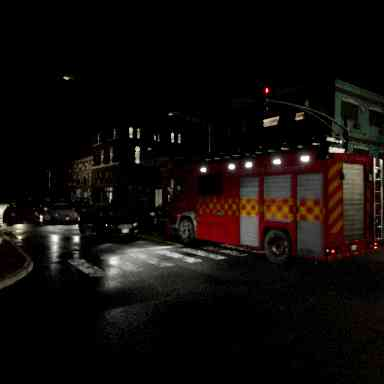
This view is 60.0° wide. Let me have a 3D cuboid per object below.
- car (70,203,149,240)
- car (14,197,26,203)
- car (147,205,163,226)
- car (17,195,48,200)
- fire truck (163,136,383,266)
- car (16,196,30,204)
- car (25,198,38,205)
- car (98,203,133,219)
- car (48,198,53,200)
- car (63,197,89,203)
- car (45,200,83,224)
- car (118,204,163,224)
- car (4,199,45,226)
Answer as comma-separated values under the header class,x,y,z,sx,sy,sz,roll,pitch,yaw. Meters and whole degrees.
class,x,y,z,sx,sy,sz,roll,pitch,yaw
car,-4.463,1.540,17.308,2.128,1.511,4.902,1,-1,-35
car,-42.983,2.050,82.990,2.008,1.369,4.403,1,-1,-35
car,-1.183,1.700,22.955,2.008,1.369,4.403,1,-1,-35
car,-18.082,1.383,36.964,2.150,2.045,5.566,1,-1,-35
fire truck,2.358,0.356,12.923,2.891,3.827,8.468,1,-1,-35
car,-39.817,1.787,78.432,2.192,1.841,5.009,1,-1,-35
car,-33.588,1.944,69.447,1.752,1.417,4.829,1,-1,-35
car,-7.431,1.783,31.962,1.802,1.307,4.206,1,-1,-35
car,-24.000,1.777,55.624,1.967,1.590,4.097,1,-1,-35
car,-14.439,1.573,41.991,2.192,1.841,5.009,1,-1,-35
car,-10.163,1.621,25.527,1.812,1.442,4.674,1,-1,-35
car,-4.307,1.741,27.459,1.947,1.339,4.313,1,-1,-35
car,-12.008,1.492,23.407,1.967,1.590,4.097,1,-1,-35
